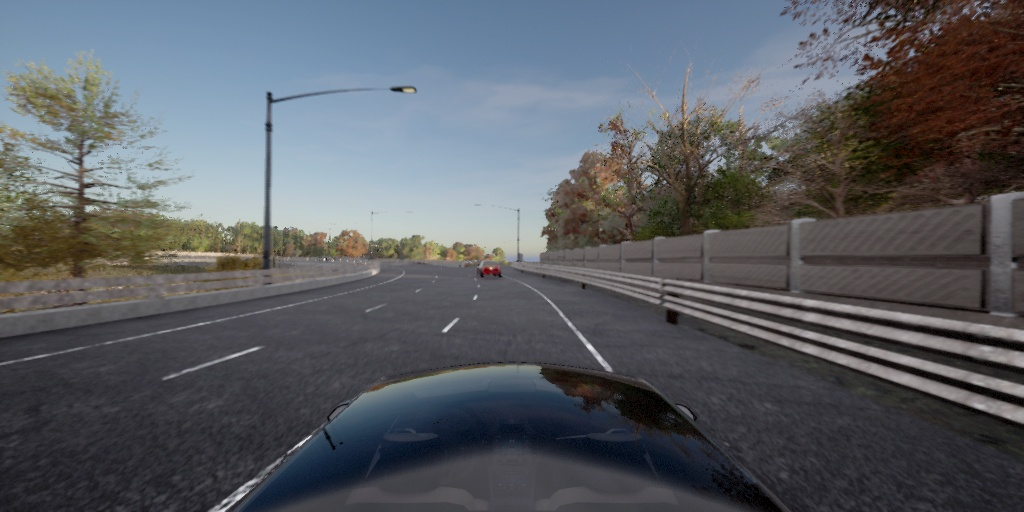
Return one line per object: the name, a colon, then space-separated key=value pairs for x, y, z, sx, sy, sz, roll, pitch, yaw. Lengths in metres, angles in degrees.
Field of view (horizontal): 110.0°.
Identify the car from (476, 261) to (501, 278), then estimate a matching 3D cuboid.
car: x=-2.440 y=1.253 z=36.833 sx=2.097 sy=1.767 sz=4.553 roll=1 pitch=0 yaw=-12
